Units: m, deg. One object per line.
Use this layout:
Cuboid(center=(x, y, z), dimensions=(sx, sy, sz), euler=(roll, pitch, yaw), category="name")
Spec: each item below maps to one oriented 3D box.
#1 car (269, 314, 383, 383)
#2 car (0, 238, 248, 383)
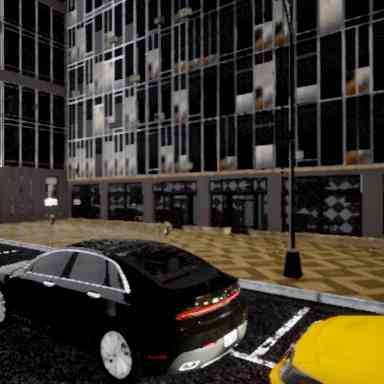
Cuboid(center=(3.215, 1.463, 2.055), dimensions=(5.366, 1.575, 1.801), euler=(0, 0, 36), category="car")
Cuboid(center=(-1.507, 1.521, 5.437), dimensions=(4.892, 1.490, 1.837), euler=(0, 0, 36), category="car")
